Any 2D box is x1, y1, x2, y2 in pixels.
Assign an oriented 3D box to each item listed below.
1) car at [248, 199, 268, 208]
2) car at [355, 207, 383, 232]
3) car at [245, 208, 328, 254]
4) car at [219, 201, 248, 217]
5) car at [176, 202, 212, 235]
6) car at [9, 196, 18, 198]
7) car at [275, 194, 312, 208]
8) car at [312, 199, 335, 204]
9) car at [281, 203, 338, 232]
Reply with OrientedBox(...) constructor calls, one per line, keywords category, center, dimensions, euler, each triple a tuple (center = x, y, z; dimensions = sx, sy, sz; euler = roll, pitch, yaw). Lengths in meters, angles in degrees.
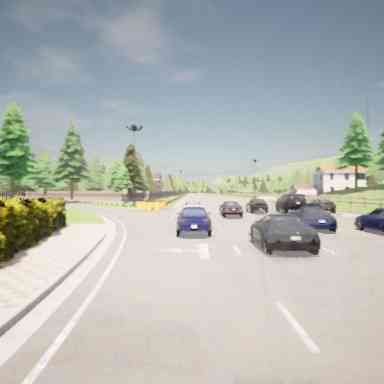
OrientedBox(category="car", center=(7.107, 1.512, 36.702), dimensions=(1.837, 1.490, 4.892), euler=(0, 0, 0))
OrientedBox(category="car", center=(10.603, 1.529, 17.816), dimensions=(1.812, 1.442, 4.674), euler=(0, 0, 0))
OrientedBox(category="car", center=(3.603, 1.567, 13.523), dimensions=(1.994, 1.385, 4.181), euler=(0, 0, 0))
OrientedBox(category="car", center=(3.606, 1.554, 31.177), dimensions=(2.033, 1.411, 5.357), euler=(0, 0, 0))
OrientedBox(category="car", center=(0.105, 1.530, 18.565), dimensions=(1.812, 1.442, 4.674), euler=(0, 0, 0))
OrientedBox(category="car", center=(-39.019, 1.537, 72.227), dimensions=(4.674, 1.442, 1.812), euler=(0, 0, 40))
OrientedBox(category="car", center=(10.606, 1.229, 35.896), dimensions=(2.150, 2.045, 5.566), euler=(0, 0, 0))
OrientedBox(category="car", center=(14.108, 1.499, 36.593), dimensions=(2.128, 1.511, 4.902), euler=(0, 0, 0))
OrientedBox(category="car", center=(7.103, 1.568, 20.168), dimensions=(1.994, 1.385, 4.181), euler=(0, 0, 0))
